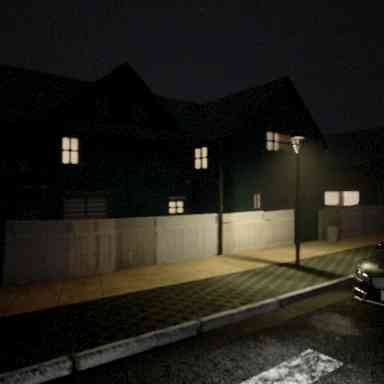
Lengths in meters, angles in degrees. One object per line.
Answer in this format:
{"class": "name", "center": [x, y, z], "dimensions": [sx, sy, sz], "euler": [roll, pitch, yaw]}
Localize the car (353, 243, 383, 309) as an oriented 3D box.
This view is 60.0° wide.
{"class": "car", "center": [5.299, 1.527, 7.084], "dimensions": [4.902, 1.511, 2.128], "euler": [0, 0, -38]}
